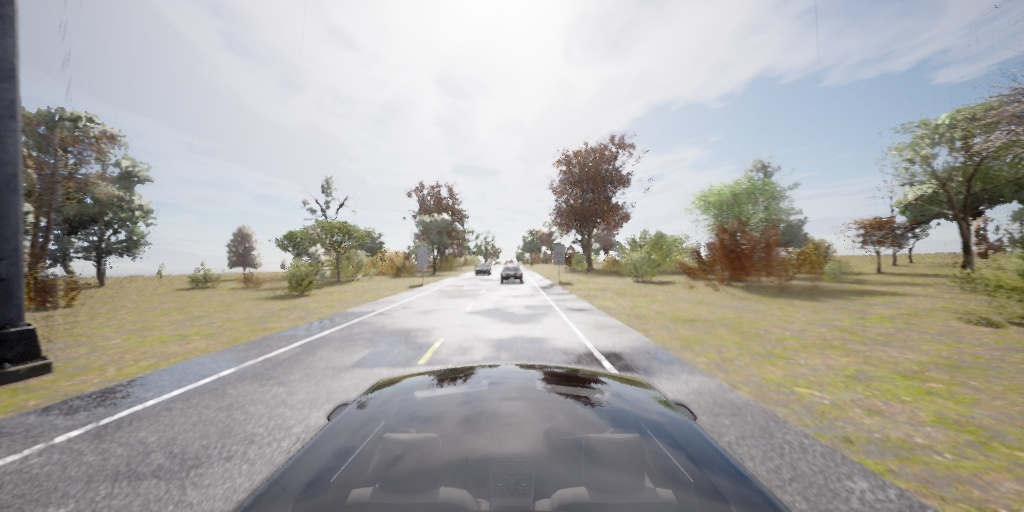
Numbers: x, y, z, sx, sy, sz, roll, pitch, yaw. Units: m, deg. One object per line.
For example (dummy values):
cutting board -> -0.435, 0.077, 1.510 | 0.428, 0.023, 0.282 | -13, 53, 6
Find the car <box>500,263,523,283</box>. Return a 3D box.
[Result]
car -> -0.014, 1.542, 30.754 | 1.895, 1.301, 4.718 | -1, 0, 0

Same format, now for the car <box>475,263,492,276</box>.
car -> -3.544, 1.652, 44.795 | 1.882, 1.535, 5.008 | -1, 0, 0
